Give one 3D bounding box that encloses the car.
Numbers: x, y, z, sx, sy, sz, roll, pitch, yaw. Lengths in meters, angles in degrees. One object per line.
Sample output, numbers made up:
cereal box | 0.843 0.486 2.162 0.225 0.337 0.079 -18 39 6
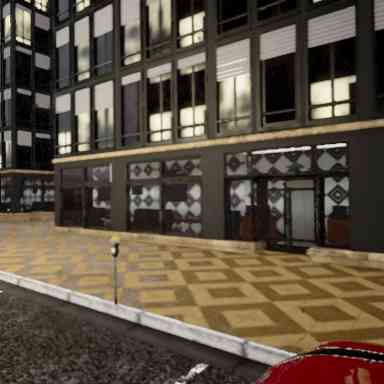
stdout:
car | 2.021 1.440 1.446 4.097 1.590 1.967 0 -1 35
